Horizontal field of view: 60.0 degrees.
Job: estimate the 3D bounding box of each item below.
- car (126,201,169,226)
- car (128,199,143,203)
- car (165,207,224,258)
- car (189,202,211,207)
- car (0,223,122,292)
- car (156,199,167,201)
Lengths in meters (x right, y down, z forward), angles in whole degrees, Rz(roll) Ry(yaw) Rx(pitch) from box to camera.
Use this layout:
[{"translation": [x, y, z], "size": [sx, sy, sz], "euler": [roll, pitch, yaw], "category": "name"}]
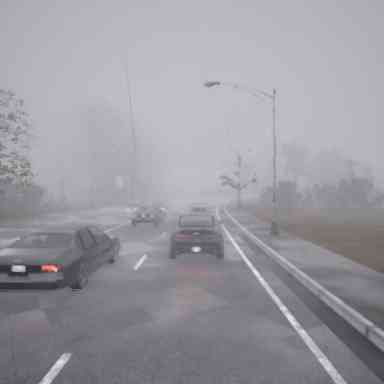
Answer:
[{"translation": [-3.046, 1.624, 24.082], "size": [2.033, 1.411, 5.357], "euler": [0, 0, 3], "category": "car"}, {"translation": [-8.503, 1.708, 51.051], "size": [2.033, 1.411, 5.357], "euler": [0, 0, 5], "category": "car"}, {"translation": [0.195, 1.548, 12.903], "size": [1.837, 1.490, 4.892], "euler": [0, 0, 1], "category": "car"}, {"translation": [0.685, 1.618, 28.712], "size": [1.812, 1.442, 4.674], "euler": [0, 0, 3], "category": "car"}, {"translation": [-3.392, 1.576, 9.114], "size": [2.033, 1.411, 5.357], "euler": [0, 0, 1], "category": "car"}, {"translation": [-4.896, 1.766, 51.907], "size": [1.895, 1.301, 4.718], "euler": [0, 0, 6], "category": "car"}]
